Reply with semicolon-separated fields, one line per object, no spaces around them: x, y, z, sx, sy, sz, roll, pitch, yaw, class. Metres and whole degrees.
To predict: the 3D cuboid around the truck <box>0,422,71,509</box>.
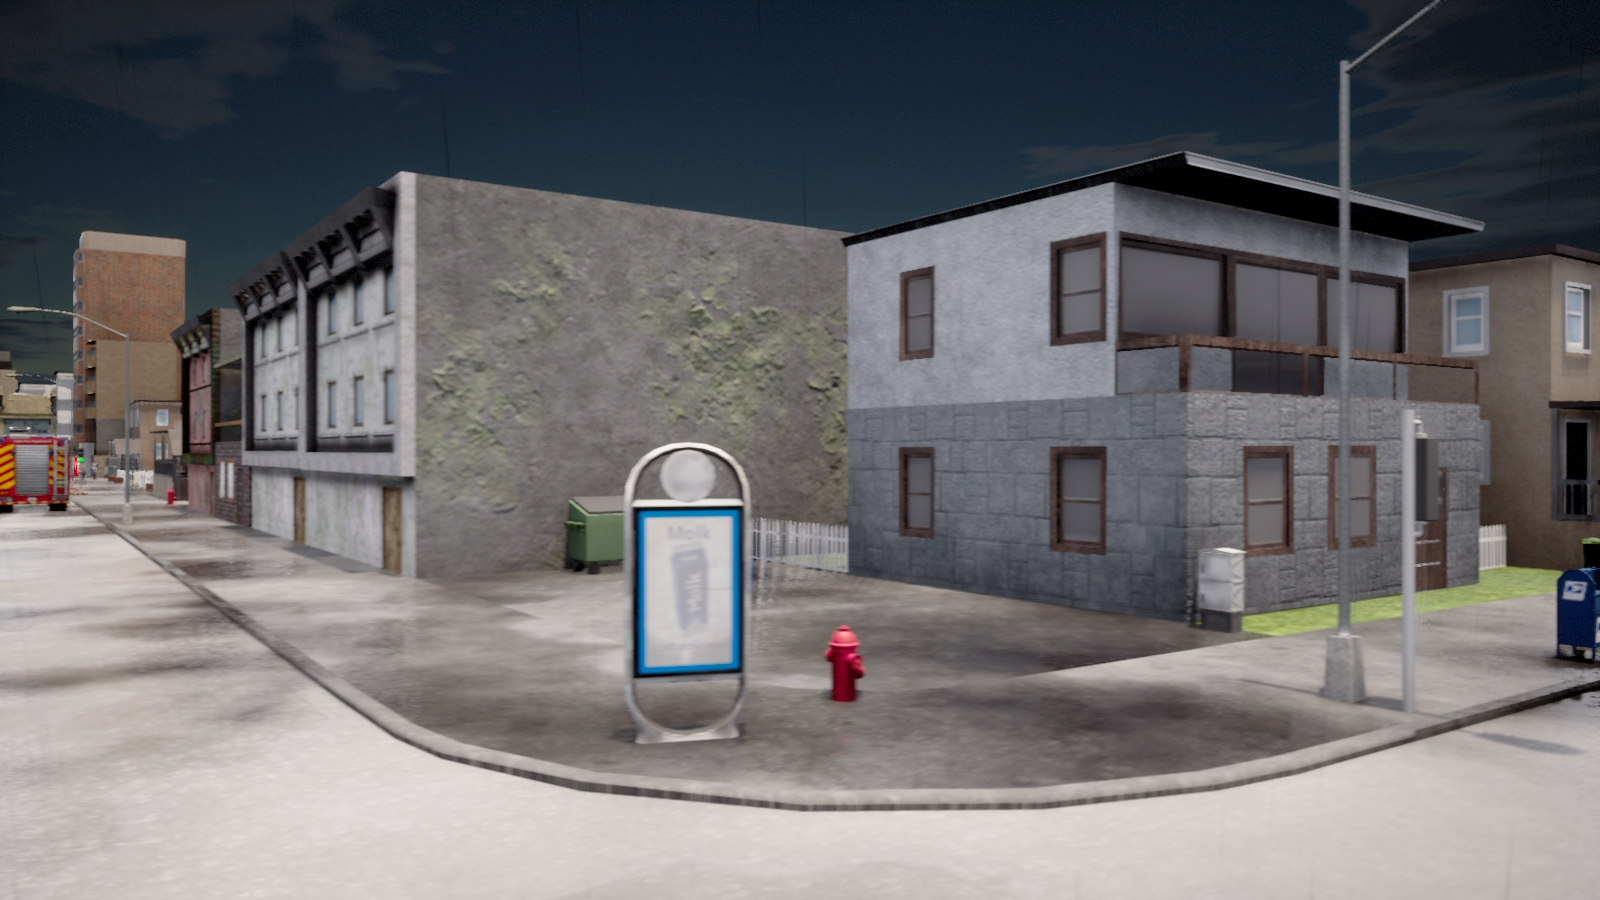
-36.422;0.669;54.088;2.891;3.827;8.468;0;0;-35;truck
